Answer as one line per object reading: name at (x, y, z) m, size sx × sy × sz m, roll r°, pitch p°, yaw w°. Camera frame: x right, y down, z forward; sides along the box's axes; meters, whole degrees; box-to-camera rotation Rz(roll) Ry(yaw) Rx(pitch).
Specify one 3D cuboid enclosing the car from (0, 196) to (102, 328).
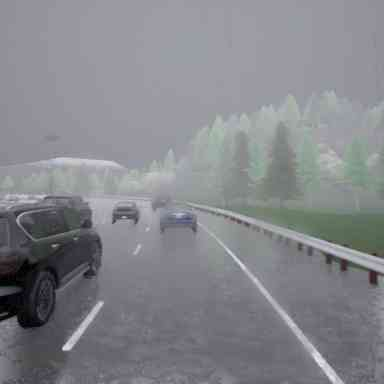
car at (-3.560, 1.222, 7.099) m, size 2.150 × 2.045 × 5.566 m, roll 0°, pitch 0°, yaw -2°

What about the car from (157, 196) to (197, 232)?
car at (-0.909, 1.353, 20.191) m, size 2.097 × 1.767 × 4.553 m, roll 0°, pitch 0°, yaw -5°

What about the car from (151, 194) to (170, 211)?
car at (-3.749, 1.224, 40.573) m, size 2.150 × 2.045 × 5.566 m, roll 0°, pitch 0°, yaw -11°

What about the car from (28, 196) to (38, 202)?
car at (-36.705, 1.557, 76.874) m, size 1.994 × 1.385 × 4.181 m, roll 0°, pitch 0°, yaw -23°

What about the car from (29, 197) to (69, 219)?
car at (-12.589, 1.356, 29.618) m, size 2.097 × 1.767 × 4.553 m, roll 0°, pitch 0°, yaw -8°

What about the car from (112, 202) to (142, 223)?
car at (-4.985, 1.507, 25.510) m, size 1.837 × 1.490 × 4.892 m, roll 0°, pitch 0°, yaw -7°
